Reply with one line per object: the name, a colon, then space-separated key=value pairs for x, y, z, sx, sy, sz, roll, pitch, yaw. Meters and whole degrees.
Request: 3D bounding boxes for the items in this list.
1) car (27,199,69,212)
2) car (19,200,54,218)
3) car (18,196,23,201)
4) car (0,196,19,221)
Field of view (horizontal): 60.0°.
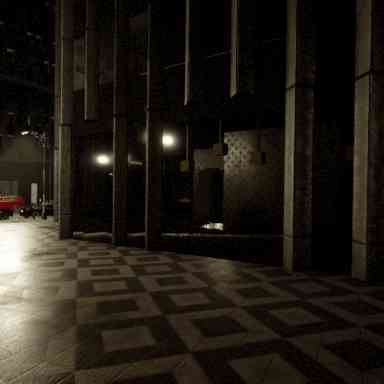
car: x=-17.596 y=1.634 z=40.777 sx=1.947 sy=1.339 sz=4.313 roll=1 pitch=0 yaw=35
car: x=-13.894 y=1.742 z=31.243 sx=1.947 sy=1.339 sz=4.313 roll=1 pitch=0 yaw=35
car: x=-20.848 y=1.354 z=36.167 sx=2.192 sy=1.841 sz=5.009 roll=1 pitch=0 yaw=35
car: x=-17.147 y=1.463 z=26.632 sx=2.192 sy=1.841 sz=5.009 roll=1 pitch=0 yaw=35
